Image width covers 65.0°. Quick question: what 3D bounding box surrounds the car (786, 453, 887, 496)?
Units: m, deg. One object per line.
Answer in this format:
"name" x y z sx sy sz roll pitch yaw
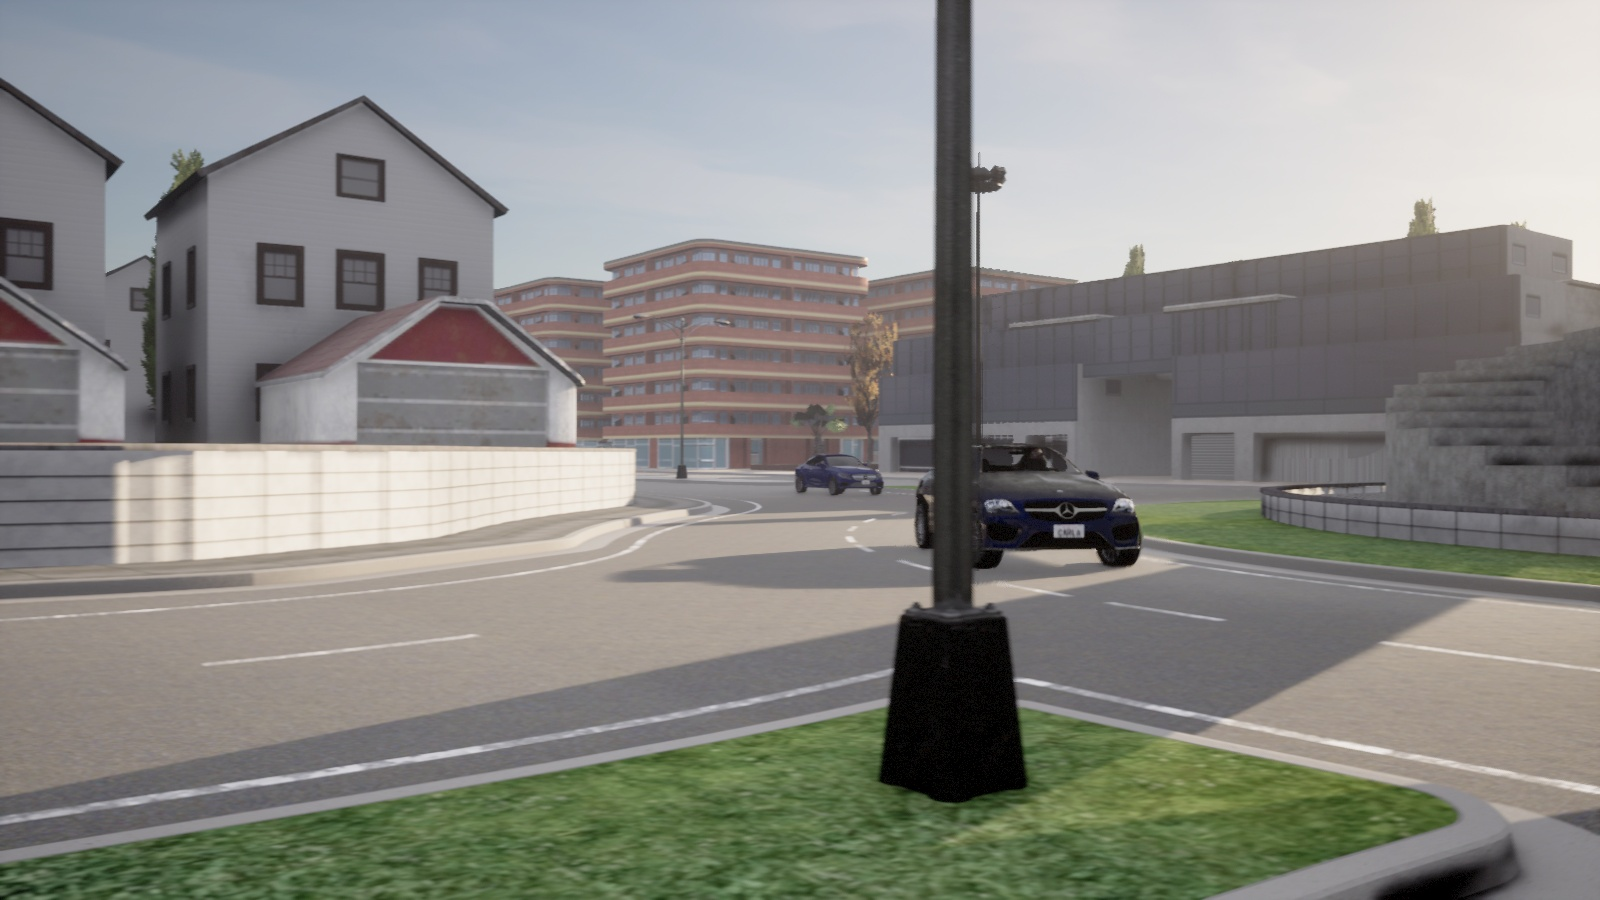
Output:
"car" 1.240 0.851 45.131 1.812 1.442 4.674 0 0 -24

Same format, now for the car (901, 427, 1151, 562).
"car" 3.008 0.550 18.002 2.152 1.651 5.027 0 0 -7
